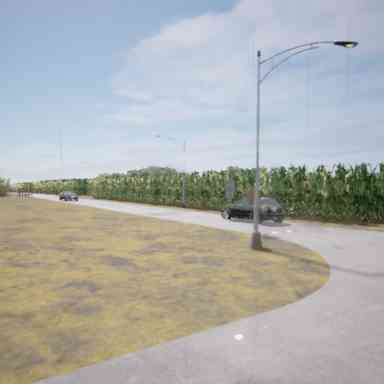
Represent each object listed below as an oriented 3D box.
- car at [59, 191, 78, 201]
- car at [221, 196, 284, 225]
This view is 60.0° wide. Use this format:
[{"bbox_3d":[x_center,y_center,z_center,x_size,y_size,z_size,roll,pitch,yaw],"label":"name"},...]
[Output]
[{"bbox_3d":[-18.587,0.563,50.034,2.128,1.511,4.902,1,1,-35],"label":"car"},{"bbox_3d":[3.993,1.116,22.556,2.097,1.767,4.553,1,1,-33],"label":"car"}]
